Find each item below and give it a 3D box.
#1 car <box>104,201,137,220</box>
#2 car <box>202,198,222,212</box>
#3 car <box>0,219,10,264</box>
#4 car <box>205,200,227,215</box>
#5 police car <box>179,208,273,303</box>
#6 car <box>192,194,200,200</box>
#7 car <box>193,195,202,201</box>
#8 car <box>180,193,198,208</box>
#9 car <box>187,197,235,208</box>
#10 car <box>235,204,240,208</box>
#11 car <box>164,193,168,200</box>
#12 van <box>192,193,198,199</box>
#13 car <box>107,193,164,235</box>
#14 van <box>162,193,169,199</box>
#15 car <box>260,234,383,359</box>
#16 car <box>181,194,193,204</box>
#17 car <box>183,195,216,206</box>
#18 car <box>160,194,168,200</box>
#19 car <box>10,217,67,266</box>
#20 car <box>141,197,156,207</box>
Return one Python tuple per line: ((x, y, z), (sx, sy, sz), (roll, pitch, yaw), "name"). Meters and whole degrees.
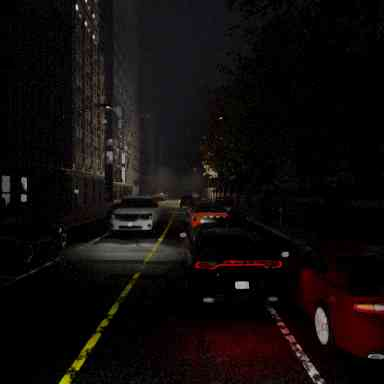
((-5.989, 1.532, 28.320), (1.947, 1.339, 4.313), (0, 0, -1), "car")
((2.263, 1.488, 39.395), (2.008, 1.369, 4.403), (0, 0, -1), "car")
((-5.823, 1.314, 6.013), (2.192, 1.841, 5.009), (0, 0, 0), "car")
((2.402, 1.535, 33.838), (1.802, 1.307, 4.206), (0, 0, -1), "car")
((0.741, 1.423, 8.401), (1.930, 1.638, 5.238), (0, 0, -3), "police car")
((1.015, 1.227, 89.418), (1.967, 1.590, 4.097), (0, 0, -1), "car")
((1.291, 1.374, 78.302), (2.008, 1.369, 4.403), (0, 0, -1), "car")
((-0.591, 1.269, 46.358), (2.097, 1.767, 4.553), (0, 0, -1), "car")
((0.908, 1.338, 18.328), (2.097, 1.767, 4.553), (0, 0, 0), "car")
((2.653, 1.562, 22.713), (1.802, 1.307, 4.206), (0, 0, -1), "car")
((-7.098, 1.154, 72.793), (2.192, 1.841, 5.009), (0, 0, -1), "car")
((0.877, 1.108, 94.976), (1.690, 1.788, 3.998), (0, 0, -1), "van")
((-3.031, 1.207, 18.910), (2.150, 2.045, 5.566), (0, 0, 0), "car")
((-7.652, 1.106, 95.028), (1.690, 1.788, 3.998), (0, 0, -1), "van")
((2.702, 1.544, 6.056), (1.887, 1.381, 4.507), (0, 0, 0), "car")
((-0.937, 1.231, 59.585), (2.097, 1.767, 4.553), (0, 0, -1), "car")
((0.700, 1.328, 24.378), (2.097, 1.767, 4.553), (0, 0, 1), "car")
((-7.515, 1.336, 89.470), (2.008, 1.369, 4.403), (0, 0, -1), "car")
((-5.816, 1.561, 11.574), (1.947, 1.339, 4.313), (0, 0, 0), "car")
((-6.544, 1.486, 50.561), (1.802, 1.307, 4.206), (0, 0, -1), "car")
